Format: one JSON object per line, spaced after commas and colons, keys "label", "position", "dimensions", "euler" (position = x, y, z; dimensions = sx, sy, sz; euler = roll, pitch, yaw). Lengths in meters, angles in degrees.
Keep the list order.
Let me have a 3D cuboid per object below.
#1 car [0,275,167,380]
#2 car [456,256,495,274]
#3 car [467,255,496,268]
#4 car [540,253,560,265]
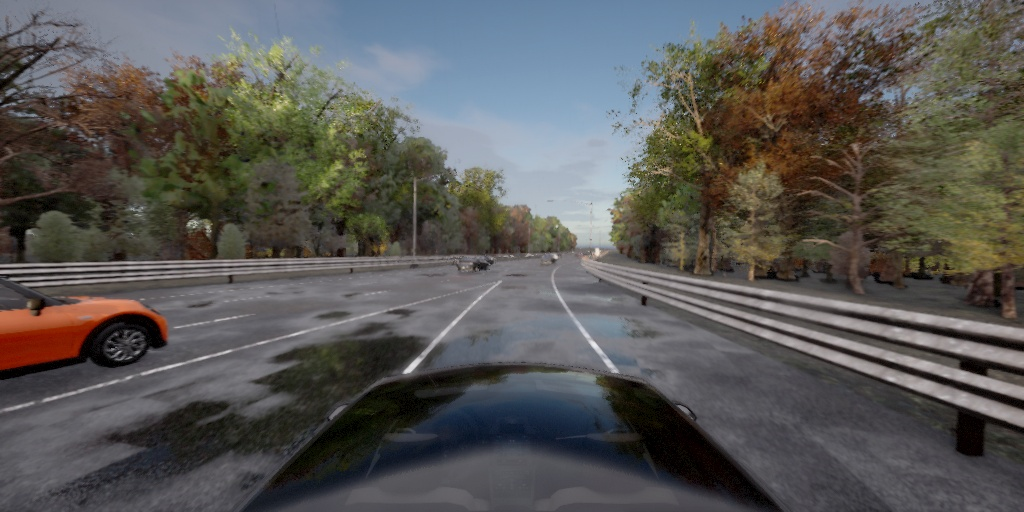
{"label": "car", "position": [-7.987, 1.004, 5.070], "dimensions": [2.097, 1.767, 4.553], "euler": [1, 1, 15]}
{"label": "car", "position": [-3.644, 0.812, 34.101], "dimensions": [2.128, 1.511, 4.902], "euler": [1, 1, 15]}
{"label": "car", "position": [-3.843, 0.681, 46.598], "dimensions": [2.033, 1.411, 5.357], "euler": [1, 1, 15]}
{"label": "car", "position": [5.556, 0.613, 54.389], "dimensions": [2.128, 1.511, 4.902], "euler": [1, 1, 15]}
